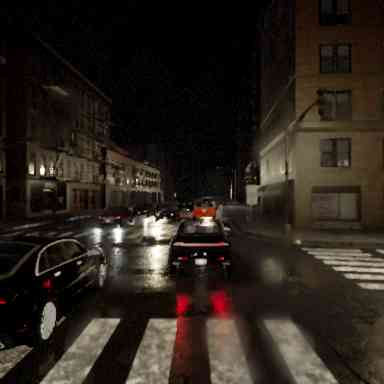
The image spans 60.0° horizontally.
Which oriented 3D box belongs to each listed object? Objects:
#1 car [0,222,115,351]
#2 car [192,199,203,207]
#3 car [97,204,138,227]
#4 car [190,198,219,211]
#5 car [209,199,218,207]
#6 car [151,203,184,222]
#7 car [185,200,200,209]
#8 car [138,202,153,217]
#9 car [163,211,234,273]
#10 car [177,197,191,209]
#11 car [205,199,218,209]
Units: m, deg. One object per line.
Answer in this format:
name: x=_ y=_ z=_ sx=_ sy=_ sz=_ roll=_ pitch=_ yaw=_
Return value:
car: x=-3.056 y=1.582 z=6.421 sx=1.837 sy=1.490 sz=4.892 roll=0 pitch=0 yaw=1
car: x=1.119 y=2.187 z=66.985 sx=1.837 sy=1.490 sz=4.892 roll=0 pitch=-1 yaw=6
car: x=-5.821 y=1.818 z=25.850 sx=1.812 sy=1.442 sz=4.674 roll=0 pitch=-1 yaw=3
car: x=1.249 y=1.710 z=31.805 sx=2.097 sy=1.767 sz=4.553 roll=0 pitch=-1 yaw=5
car: x=4.352 y=2.216 z=66.661 sx=1.812 sy=1.442 sz=4.674 roll=0 pitch=-1 yaw=6
car: x=-2.134 y=1.940 z=30.202 sx=1.895 sy=1.301 sz=4.718 roll=0 pitch=-1 yaw=4
car: x=0.159 y=2.155 z=57.429 sx=2.033 sy=1.411 sz=5.357 roll=0 pitch=-1 yaw=6
car: x=-5.159 y=1.901 z=35.926 sx=1.837 sy=1.490 sz=4.892 roll=0 pitch=-1 yaw=4
car: x=0.290 y=1.626 z=11.117 sx=2.128 sy=1.511 sz=4.902 roll=0 pitch=-1 yaw=1
car: x=-0.843 y=1.732 z=47.423 sx=2.150 sy=2.045 sz=5.566 roll=0 pitch=-1 yaw=6
car: x=3.366 y=2.081 z=56.841 sx=1.882 sy=1.535 sz=5.008 roll=0 pitch=-1 yaw=6
